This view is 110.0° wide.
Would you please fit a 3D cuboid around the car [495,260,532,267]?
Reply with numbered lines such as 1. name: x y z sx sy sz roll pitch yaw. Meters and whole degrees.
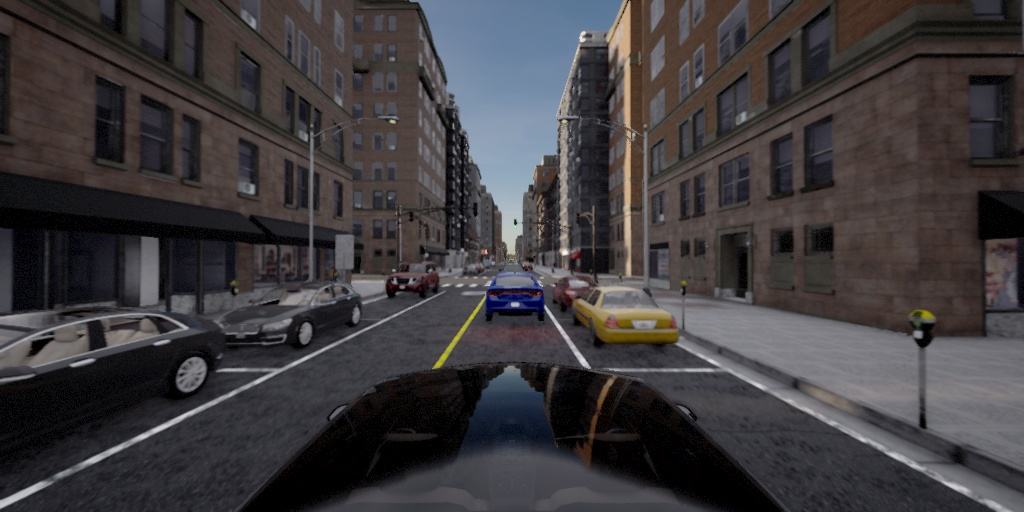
1. car: 0.100 1.326 25.900 2.097 1.767 4.553 0 -1 0

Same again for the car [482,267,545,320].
1. car: 0.095 1.333 13.113 1.882 1.535 5.008 0 -1 0

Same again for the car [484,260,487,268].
1. car: -5.393 1.785 57.321 1.751 1.417 4.829 0 0 0

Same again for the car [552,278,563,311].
1. car: 2.636 1.452 14.701 1.802 1.307 4.207 0 0 0

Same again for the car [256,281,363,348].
1. car: -5.388 1.371 9.297 2.007 1.370 4.403 0 0 0

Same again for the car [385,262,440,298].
1. car: -5.390 1.234 20.121 2.192 1.841 5.009 0 0 0

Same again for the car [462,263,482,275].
1. car: -5.392 1.712 46.584 2.007 1.370 4.403 0 0 0

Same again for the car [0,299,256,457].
1. car: -5.388 1.321 3.884 2.007 1.370 4.403 0 0 0

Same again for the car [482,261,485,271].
1. car: -5.393 1.756 52.038 1.888 1.381 4.507 0 0 0

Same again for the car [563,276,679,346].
1. car: 2.637 1.346 9.458 1.751 1.417 4.829 0 0 0
